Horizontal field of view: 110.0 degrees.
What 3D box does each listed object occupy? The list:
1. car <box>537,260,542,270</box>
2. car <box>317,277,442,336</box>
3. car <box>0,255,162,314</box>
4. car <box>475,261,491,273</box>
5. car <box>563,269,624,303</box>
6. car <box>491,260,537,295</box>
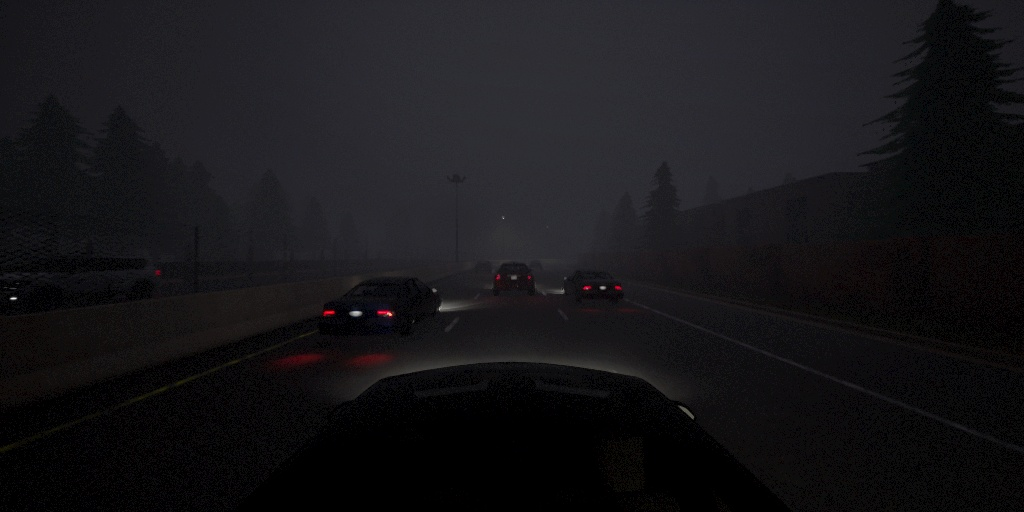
[{"bbox_3d":[3.653,1.353,55.925,1.812,1.442,4.674,0,0,1],"label":"car"},{"bbox_3d":[-3.405,1.310,10.329,2.033,1.411,5.357,0,0,0],"label":"car"},{"bbox_3d":[-17.500,0.986,14.449,2.150,2.045,5.566,0,0,0],"label":"car"},{"bbox_3d":[-3.400,1.303,43.808,2.128,1.511,4.902,0,0,0],"label":"car"},{"bbox_3d":[3.595,1.319,16.693,2.033,1.411,5.357,0,0,0],"label":"car"},{"bbox_3d":[0.102,1.128,20.208,2.097,1.767,4.553,0,0,0],"label":"car"}]
